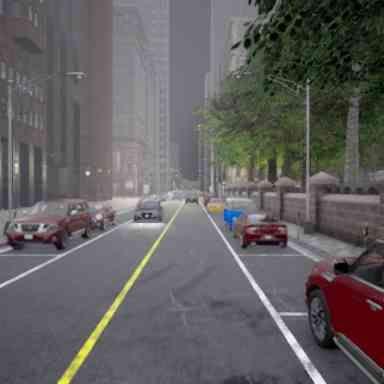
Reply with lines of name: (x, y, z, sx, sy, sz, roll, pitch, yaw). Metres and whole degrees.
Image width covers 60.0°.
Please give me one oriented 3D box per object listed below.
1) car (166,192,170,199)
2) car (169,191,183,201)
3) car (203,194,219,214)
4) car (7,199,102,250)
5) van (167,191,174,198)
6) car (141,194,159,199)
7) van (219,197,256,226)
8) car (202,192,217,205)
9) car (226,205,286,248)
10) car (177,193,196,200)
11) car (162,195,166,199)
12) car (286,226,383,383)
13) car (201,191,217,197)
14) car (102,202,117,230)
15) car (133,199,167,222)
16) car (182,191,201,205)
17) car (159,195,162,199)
car: (-5.779, 1.159, 63.967, 1.947, 1.339, 4.313, 0, 0, 0)
car: (-3.020, 0.943, 66.318, 2.097, 1.767, 4.553, 0, 0, 0)
car: (2.341, 1.283, 32.296, 1.801, 1.575, 5.366, 0, 0, 0)
car: (-5.768, 1.254, 14.249, 2.192, 1.841, 5.009, 0, 0, 0)
van: (-5.786, 0.736, 90.622, 1.690, 1.788, 3.998, 0, 0, 0)
car: (-5.774, 1.312, 41.871, 2.008, 1.369, 4.403, 0, 0, 0)
van: (2.758, 1.247, 19.785, 1.690, 1.788, 3.998, 0, 0, 0)
car: (2.750, 0.995, 52.930, 2.192, 1.841, 5.009, 0, 0, 0)
car: (2.759, 1.483, 14.263, 1.887, 1.381, 4.507, 0, 0, 0)
car: (-1.115, 0.936, 73.532, 2.128, 1.511, 4.902, 0, 0, 26)
car: (-5.776, 1.120, 52.918, 1.967, 1.590, 4.097, 0, 0, 0)
car: (2.760, 1.303, 3.211, 2.192, 1.841, 5.009, 0, 0, 0)
car: (2.751, 1.037, 47.406, 2.192, 1.841, 5.009, 0, 0, 0)
car: (-5.768, 1.346, 19.773, 1.967, 1.590, 4.097, 0, 0, 0)
car: (-3.103, 1.438, 24.805, 1.994, 1.385, 4.181, 0, 0, 0)
car: (-0.010, 1.033, 52.737, 2.097, 1.767, 4.553, 0, 0, 0)
car: (-5.775, 1.248, 47.225, 1.752, 1.417, 4.829, 0, 0, 0)
